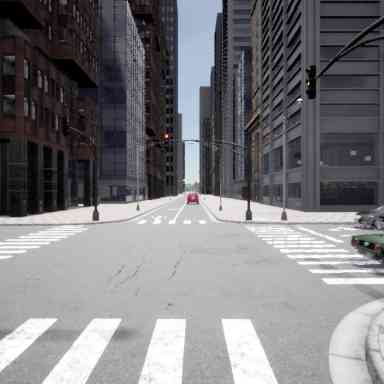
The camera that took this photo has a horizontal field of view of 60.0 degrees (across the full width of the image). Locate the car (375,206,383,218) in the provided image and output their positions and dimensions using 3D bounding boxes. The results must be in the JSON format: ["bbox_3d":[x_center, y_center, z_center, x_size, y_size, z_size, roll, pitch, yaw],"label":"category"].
[{"bbox_3d":[12.157,1.401,16.355,4.902,1.511,2.128,0,0,-1],"label":"car"}]

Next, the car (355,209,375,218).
[{"bbox_3d":[12.185,1.393,19.585,4.902,1.511,2.128,0,0,2],"label":"car"}]

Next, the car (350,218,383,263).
[{"bbox_3d":[7.360,1.556,9.671,4.718,1.301,1.895,0,0,0],"label":"car"}]

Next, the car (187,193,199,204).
[{"bbox_3d":[0.191,1.240,62.324,2.150,2.045,5.566,0,0,0],"label":"car"}]
